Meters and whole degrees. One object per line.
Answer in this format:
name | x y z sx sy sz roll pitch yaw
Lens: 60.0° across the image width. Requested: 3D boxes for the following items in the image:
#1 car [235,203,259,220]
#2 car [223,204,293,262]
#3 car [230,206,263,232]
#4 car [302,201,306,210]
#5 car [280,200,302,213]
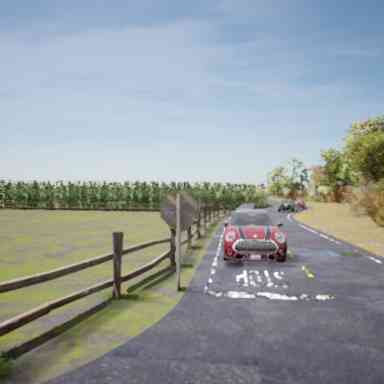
car | 5.646 1.882 33.489 2.033 1.411 5.357 0 -1 13
car | 2.302 1.483 12.690 2.097 1.767 4.553 0 -1 8
car | 3.728 1.780 23.002 2.033 1.411 5.357 0 -1 9
car | 17.660 2.097 54.572 1.812 1.442 4.674 0 -1 24
car | 13.188 1.824 45.371 2.097 1.767 4.553 0 -1 26
